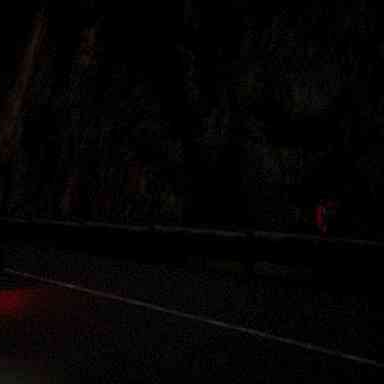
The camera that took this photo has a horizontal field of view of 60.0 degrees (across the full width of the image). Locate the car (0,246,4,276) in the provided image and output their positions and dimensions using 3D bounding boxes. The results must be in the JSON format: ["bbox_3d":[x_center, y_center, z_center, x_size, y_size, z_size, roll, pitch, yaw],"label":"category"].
[{"bbox_3d":[-6.762,1.542,8.642,4.892,1.490,1.837,0,0,35],"label":"car"}]
